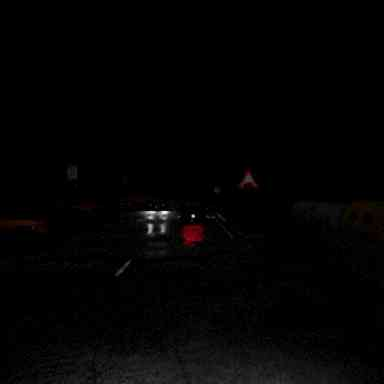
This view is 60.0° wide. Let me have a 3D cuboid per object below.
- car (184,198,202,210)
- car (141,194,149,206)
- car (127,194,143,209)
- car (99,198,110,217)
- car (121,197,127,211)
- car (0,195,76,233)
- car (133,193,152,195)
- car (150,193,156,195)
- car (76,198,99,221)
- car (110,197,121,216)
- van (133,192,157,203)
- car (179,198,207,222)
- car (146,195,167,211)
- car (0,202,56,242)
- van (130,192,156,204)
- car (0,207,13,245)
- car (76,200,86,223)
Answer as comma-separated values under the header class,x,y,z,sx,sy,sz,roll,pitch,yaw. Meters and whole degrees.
class,x,y,z,sx,sy,sz,roll,pitch,yaw
car,0.112,1.450,41.690,2.033,1.411,5.357,0,0,0
car,-8.959,1.381,44.705,5.366,1.575,1.946,-1,0,-20
car,-9.148,1.390,41.641,4.892,1.521,2.231,-1,0,-20
car,-9.236,1.281,26.628,4.553,1.767,2.185,-1,0,-20
car,-9.174,1.438,32.640,4.674,1.452,2.002,-1,0,-20
car,-9.249,1.174,17.652,5.566,2.045,2.435,-1,0,-20
car,-8.954,1.378,47.706,5.366,1.575,1.946,-1,0,-20
car,-9.302,1.366,56.592,5.366,1.575,1.946,-1,1,-20
car,-9.253,1.287,23.627,4.553,1.767,2.185,-1,0,-20
car,-9.159,1.431,29.648,4.792,1.488,2.163,-1,0,-20
van,-9.287,1.024,65.605,4.442,1.987,1.878,-1,1,-20
car,0.086,1.425,25.171,1.837,1.490,4.892,0,-1,0
car,-3.939,1.430,39.312,1.812,1.442,4.674,0,0,0
car,-9.105,1.428,14.694,5.366,1.575,1.946,-1,0,-20
van,-9.271,1.066,62.605,4.442,1.987,1.878,-1,1,-20
car,-9.271,1.472,11.638,4.792,1.488,2.163,-1,0,-20
car,-9.236,1.458,20.631,4.674,1.452,2.002,-1,0,-20
